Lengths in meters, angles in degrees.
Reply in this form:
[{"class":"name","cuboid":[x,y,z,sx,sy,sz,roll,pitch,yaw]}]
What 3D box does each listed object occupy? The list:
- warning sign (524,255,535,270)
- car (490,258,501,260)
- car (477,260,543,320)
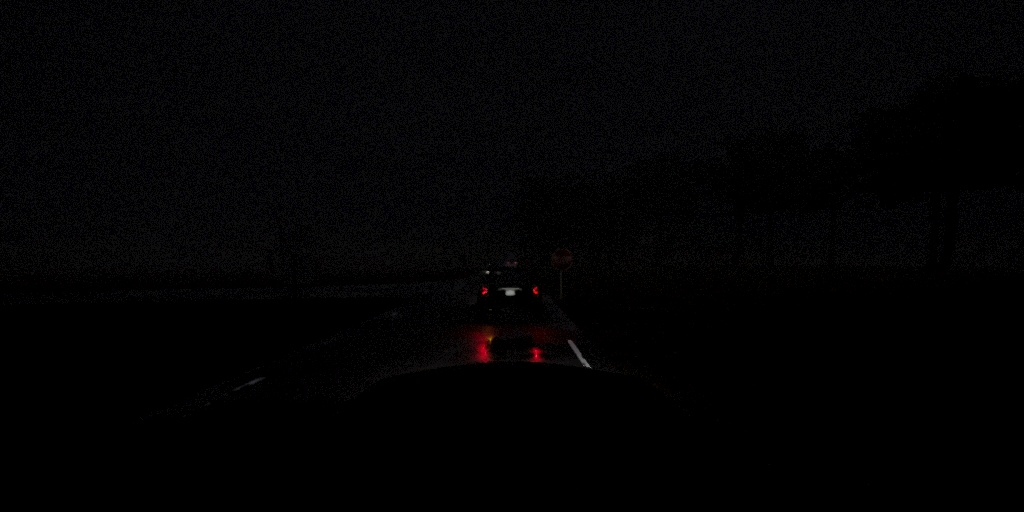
[{"class":"warning sign","cuboid":[2.438,1.229,54.675,1.300,1.860,1.060,0,0,0]},{"class":"car","cuboid":[-2.810,1.396,60.234,2.150,2.045,5.566,0,-1,1]},{"class":"car","cuboid":[-0.139,1.149,13.053,2.097,1.767,4.553,0,0,-2]}]
